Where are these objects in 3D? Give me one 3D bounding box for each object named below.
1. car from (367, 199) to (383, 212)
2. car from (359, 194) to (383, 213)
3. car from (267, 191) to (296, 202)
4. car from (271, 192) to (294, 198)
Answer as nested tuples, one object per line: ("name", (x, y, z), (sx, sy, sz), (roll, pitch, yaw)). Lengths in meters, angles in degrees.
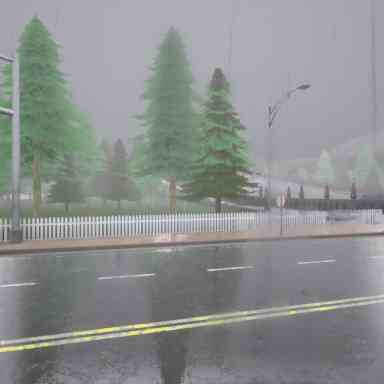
("car", (22.080, 1.554, 37.248), (1.994, 1.385, 4.181), (0, 0, -20))
("car", (19.659, 1.213, 33.601), (2.150, 2.045, 5.566), (0, 1, -20))
("car", (15.164, 0.689, 56.907), (2.033, 1.411, 5.357), (0, 5, -19))
("car", (13.810, 1.095, 50.140), (1.812, 1.442, 4.674), (0, 3, -19))
